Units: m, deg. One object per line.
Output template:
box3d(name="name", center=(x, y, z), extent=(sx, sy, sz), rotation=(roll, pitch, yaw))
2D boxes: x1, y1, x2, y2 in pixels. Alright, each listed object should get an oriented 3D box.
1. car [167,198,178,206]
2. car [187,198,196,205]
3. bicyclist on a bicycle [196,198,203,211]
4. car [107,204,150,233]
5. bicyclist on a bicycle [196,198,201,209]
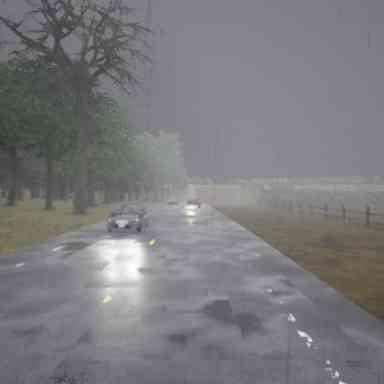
box3d(name="car", center=(-3.555, 1.825, 60.832), extent=(1.882, 1.535, 5.008), rotation=(0, -1, 1))
box3d(name="car", center=(-0.016, 1.976, 69.314), extent=(1.837, 1.490, 4.892), rotation=(0, -1, 0))
box3d(name="bicyclist on a bicycle", center=(0.926, 1.534, 40.200), extent=(0.866, 1.612, 1.509), rotation=(0, -1, 0))
box3d(name="car", center=(-3.606, 1.465, 19.524), extent=(2.128, 1.511, 4.902), rotation=(0, 0, 0))
box3d(name="bicyclist on a bicycle", center=(0.946, 1.650, 49.029), extent=(0.582, 1.620, 1.656), rotation=(0, -1, 0))
